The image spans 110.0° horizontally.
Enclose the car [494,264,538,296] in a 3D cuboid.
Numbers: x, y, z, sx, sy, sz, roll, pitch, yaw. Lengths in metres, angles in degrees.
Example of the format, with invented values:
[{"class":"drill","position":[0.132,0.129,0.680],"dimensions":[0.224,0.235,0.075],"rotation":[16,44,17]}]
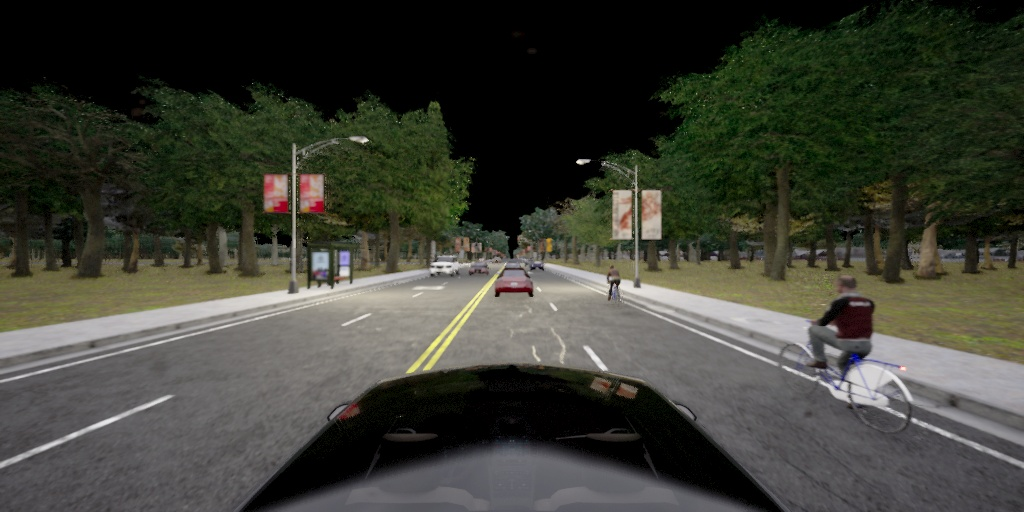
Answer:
[{"class":"car","position":[0.105,1.313,19.202],"dimensions":[1.994,1.385,4.181],"rotation":[0,0,0]}]

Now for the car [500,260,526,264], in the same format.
[{"class":"car","position":[0.110,1.297,37.252],"dimensions":[2.033,1.411,5.357],"rotation":[0,0,0]}]

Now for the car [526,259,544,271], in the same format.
[{"class":"car","position":[3.365,1.352,50.080],"dimensions":[1.895,1.301,4.718],"rotation":[0,0,0]}]

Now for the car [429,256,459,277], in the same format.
[{"class":"car","position":[-6.585,0.971,35.560],"dimensions":[2.150,2.045,5.566],"rotation":[0,0,0]}]

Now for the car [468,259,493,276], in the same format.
[{"class":"car","position":[-3.330,1.313,37.033],"dimensions":[1.994,1.385,4.181],"rotation":[0,0,0]}]

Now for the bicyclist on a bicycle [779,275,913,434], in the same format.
[{"class":"bicyclist on a bicycle","position":[4.144,1.120,4.650],"dimensions":[0.659,1.776,1.843],"rotation":[0,0,0]}]

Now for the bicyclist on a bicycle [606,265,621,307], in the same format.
[{"class":"bicyclist on a bicycle","position":[4.147,1.202,14.635],"dimensions":[0.582,1.620,1.656],"rotation":[0,0,0]}]
